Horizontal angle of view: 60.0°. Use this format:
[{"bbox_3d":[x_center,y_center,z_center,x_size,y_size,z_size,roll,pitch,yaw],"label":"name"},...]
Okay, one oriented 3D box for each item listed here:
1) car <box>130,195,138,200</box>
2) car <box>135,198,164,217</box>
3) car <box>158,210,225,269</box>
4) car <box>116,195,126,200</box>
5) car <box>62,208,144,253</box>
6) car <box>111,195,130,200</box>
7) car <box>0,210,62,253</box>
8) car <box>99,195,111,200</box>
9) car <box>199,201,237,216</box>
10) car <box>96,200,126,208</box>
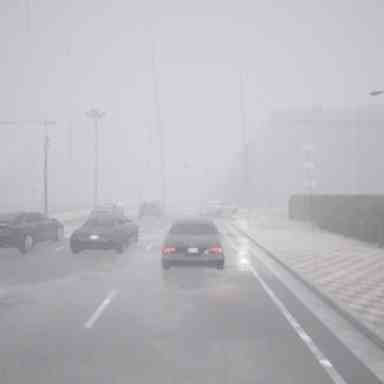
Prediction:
[{"bbox_3d":[-16.258,1.514,92.249,1.994,1.385,4.181,0,0,0],"label":"car"},{"bbox_3d":[-3.586,1.500,29.838,2.128,1.511,4.902,0,0,-1],"label":"car"},{"bbox_3d":[0.046,1.550,11.069,2.033,1.411,5.357,0,0,1],"label":"car"},{"bbox_3d":[-19.758,1.484,92.290,1.812,1.442,4.674,0,0,0],"label":"car"},{"bbox_3d":[-3.432,1.567,13.710,1.994,1.385,4.181,0,0,0],"label":"car"},{"bbox_3d":[-16.271,1.545,75.804,2.128,1.511,4.902,0,0,0],"label":"car"},{"bbox_3d":[-6.933,1.506,13.680,1.837,1.490,4.892,0,-1,0],"label":"car"},{"bbox_3d":[-19.771,1.375,75.872,2.097,1.767,4.553,0,0,0],"label":"car"},{"bbox_3d":[2.372,1.533,30.289,1.812,1.442,4.674,-1,-1,34],"label":"car"},{"bbox_3d":[-7.057,1.608,28.384,1.895,1.301,4.718,0,0,-1],"label":"car"}]
